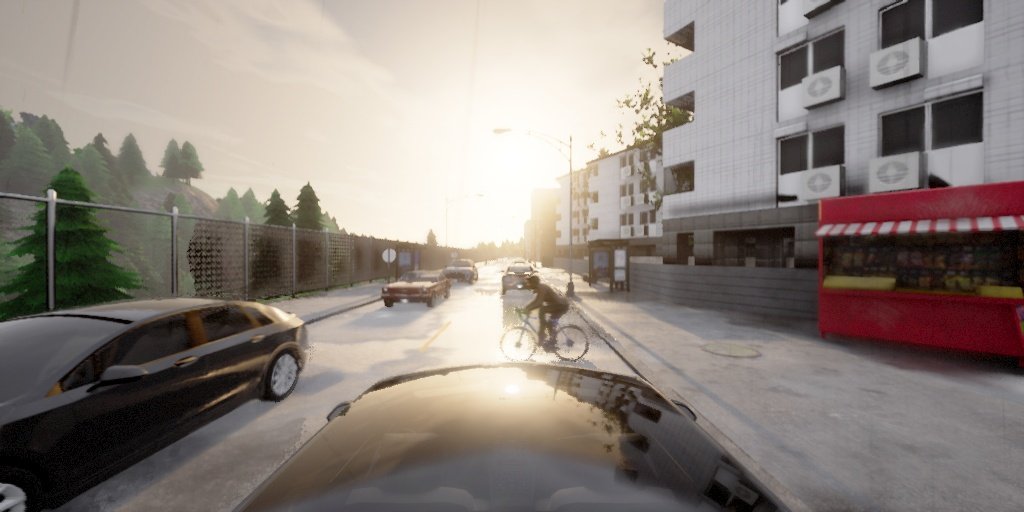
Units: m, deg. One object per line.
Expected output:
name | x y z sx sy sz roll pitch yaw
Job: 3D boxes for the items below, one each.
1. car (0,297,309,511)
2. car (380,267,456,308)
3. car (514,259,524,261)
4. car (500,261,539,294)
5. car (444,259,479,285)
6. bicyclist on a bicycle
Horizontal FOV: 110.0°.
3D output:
car | -4.081 1.252 3.598 1.837 1.490 4.892 0 0 1
car | -3.856 1.316 15.222 1.895 1.301 4.718 0 0 1
car | 0.927 1.160 46.634 1.812 1.442 4.674 0 0 2
car | 0.426 1.208 19.814 1.837 1.490 4.892 0 0 1
car | -3.642 1.040 25.584 2.097 1.767 4.553 0 0 1
bicyclist on a bicycle | 0.585 1.171 6.631 1.656 1.620 0.582 -2 0 1
